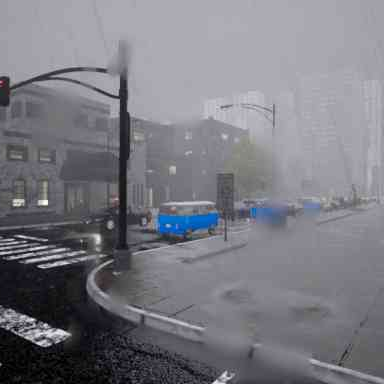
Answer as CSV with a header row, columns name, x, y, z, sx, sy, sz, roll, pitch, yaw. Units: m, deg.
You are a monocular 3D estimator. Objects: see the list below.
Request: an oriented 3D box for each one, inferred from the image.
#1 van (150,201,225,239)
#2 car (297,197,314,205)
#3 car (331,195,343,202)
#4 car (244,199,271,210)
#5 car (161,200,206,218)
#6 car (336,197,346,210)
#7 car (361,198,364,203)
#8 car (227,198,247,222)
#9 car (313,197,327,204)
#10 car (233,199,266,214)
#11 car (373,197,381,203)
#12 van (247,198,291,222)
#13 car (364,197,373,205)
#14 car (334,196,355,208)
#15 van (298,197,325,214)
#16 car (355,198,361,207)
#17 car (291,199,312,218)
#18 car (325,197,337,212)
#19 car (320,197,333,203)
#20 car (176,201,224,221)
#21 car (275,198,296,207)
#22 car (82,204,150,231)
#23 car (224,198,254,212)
name,x,y,z,sx,sy,sz,roll,pitch,yaw
van,-0.091,1.406,17.629,1.690,1.788,3.998,0,0,35
car,21.574,1.705,63.151,1.887,1.381,4.507,0,0,35
car,37.418,1.712,85.761,1.967,1.590,4.097,0,0,35
car,8.899,1.628,45.064,1.887,1.381,4.507,0,0,35
car,-0.705,1.558,31.358,1.752,1.417,4.829,0,0,35
car,18.920,1.729,44.761,1.947,1.339,4.313,0,0,35
car,28.525,1.748,58.467,1.752,1.417,4.829,0,0,35
car,3.458,1.424,27.218,2.097,1.767,4.553,1,0,35
car,27.814,1.728,72.056,1.752,1.417,4.829,0,0,35
car,6.491,1.604,37.084,1.812,1.442,4.674,1,0,35
car,44.271,1.899,80.938,1.947,1.339,4.313,0,0,35
van,6.246,1.436,26.674,1.690,1.788,3.998,0,0,35
car,34.764,1.809,67.372,1.887,1.381,4.507,0,0,35
car,22.091,1.497,49.284,2.192,1.841,5.009,0,0,35
van,12.584,1.469,35.718,1.690,1.788,3.998,0,0,35
car,25.260,1.516,53.807,2.192,1.841,5.009,0,0,35
car,9.414,1.655,31.195,1.887,1.381,4.507,0,0,35
car,15.850,1.671,40.379,1.752,1.417,4.829,0,0,35
car,31.080,1.792,76.717,1.947,1.339,4.313,0,0,35
car,0.810,1.554,29.001,1.837,1.490,4.892,1,0,35
car,15.237,1.665,54.107,1.887,1.381,4.507,0,0,35
car,-4.653,1.528,21.207,1.837,1.490,4.892,1,0,35
car,5.732,1.506,40.542,1.967,1.590,4.097,0,0,35
